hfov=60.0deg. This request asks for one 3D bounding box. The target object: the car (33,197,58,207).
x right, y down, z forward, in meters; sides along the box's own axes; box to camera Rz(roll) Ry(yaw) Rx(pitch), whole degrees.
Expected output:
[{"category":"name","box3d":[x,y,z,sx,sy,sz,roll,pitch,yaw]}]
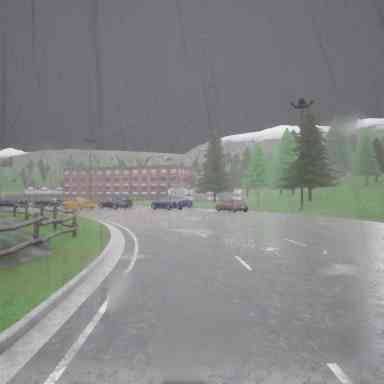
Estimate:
[{"category":"car","box3d":[-21.649,1.525,49.966,4.674,1.442,1.812,0,0,23]}]

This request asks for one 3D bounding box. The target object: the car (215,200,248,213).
[{"category":"car","box3d":[4.455,1.564,37.753,1.994,1.385,4.181,0,0,-33]}]

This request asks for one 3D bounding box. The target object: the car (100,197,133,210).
[{"category":"car","box3d":[-10.222,1.491,43.115,4.902,1.511,2.128,0,0,39]}]

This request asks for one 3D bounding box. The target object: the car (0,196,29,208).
[{"category":"car","box3d":[-25.881,1.352,47.916,4.553,1.767,2.097,0,0,20]}]

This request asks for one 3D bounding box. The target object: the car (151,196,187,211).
[{"category":"car","box3d":[-3.206,1.352,41.610,2.097,1.767,4.553,0,0,-42]}]

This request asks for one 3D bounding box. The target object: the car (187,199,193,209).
[{"category":"car","box3d":[-2.046,1.477,45.430,1.882,1.535,5.008,0,0,-43]}]

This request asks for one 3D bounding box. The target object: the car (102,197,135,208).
[{"category":"car","box3d":[-10.642,1.504,48.017,4.892,1.490,1.837,0,0,37]}]

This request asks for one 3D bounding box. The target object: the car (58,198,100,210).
[{"category":"car","box3d":[-14.312,1.477,41.909,5.008,1.535,1.882,0,0,36]}]
